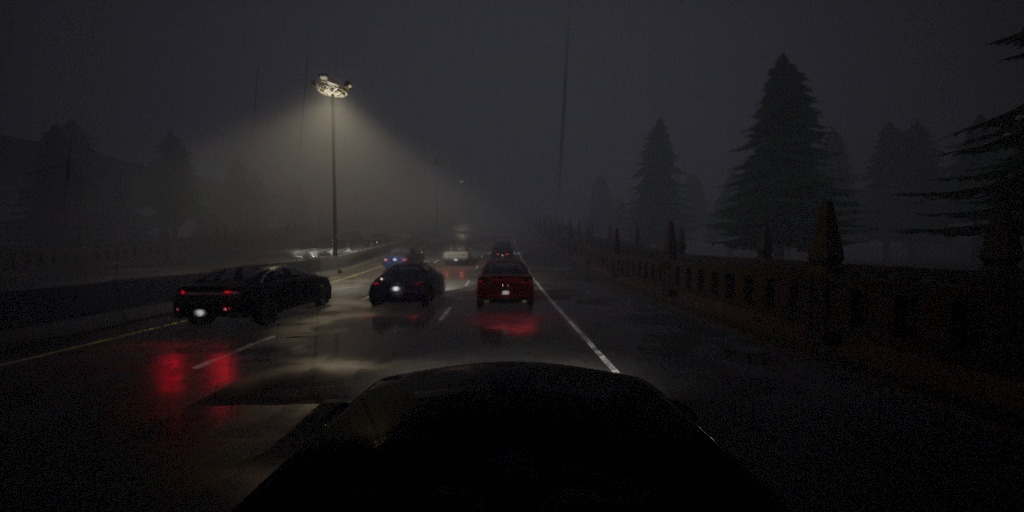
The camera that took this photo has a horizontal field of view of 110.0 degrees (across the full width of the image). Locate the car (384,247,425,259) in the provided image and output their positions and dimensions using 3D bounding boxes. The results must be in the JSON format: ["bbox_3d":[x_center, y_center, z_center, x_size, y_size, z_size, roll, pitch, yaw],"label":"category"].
[{"bbox_3d":[-7.691,0.043,25.846,2.033,1.411,5.357,0,6,-1],"label":"car"}]

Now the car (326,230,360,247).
[{"bbox_3d":[-18.869,-2.078,41.257,2.097,1.767,4.553,0,8,-2],"label":"car"}]

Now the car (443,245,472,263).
[{"bbox_3d":[-4.281,-0.234,29.089,1.895,1.301,4.718,0,6,-2],"label":"car"}]

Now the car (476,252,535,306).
[{"bbox_3d":[-0.260,0.837,13.366,1.882,1.535,5.008,0,3,-2],"label":"car"}]

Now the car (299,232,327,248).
[{"bbox_3d":[-22.366,-1.933,41.119,1.882,1.535,5.008,0,8,-2],"label":"car"}]

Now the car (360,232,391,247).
[{"bbox_3d":[-15.370,-1.931,41.316,1.837,1.490,4.892,0,8,-2],"label":"car"}]

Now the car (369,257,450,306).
[{"bbox_3d":[-3.760,0.930,13.441,1.994,1.385,4.181,0,3,-2],"label":"car"}]

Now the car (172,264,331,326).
[{"bbox_3d":[-7.188,0.987,10.602,2.128,1.511,4.902,0,2,-1],"label":"car"}]

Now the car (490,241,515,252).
[{"bbox_3d":[-0.853,-0.600,31.501,1.837,1.490,4.892,0,7,-2],"label":"car"}]
